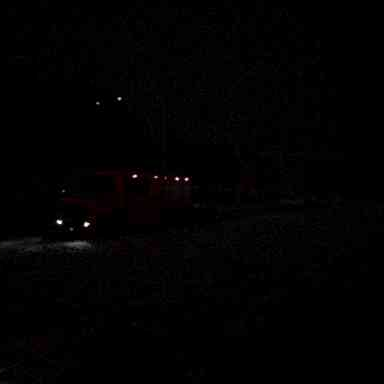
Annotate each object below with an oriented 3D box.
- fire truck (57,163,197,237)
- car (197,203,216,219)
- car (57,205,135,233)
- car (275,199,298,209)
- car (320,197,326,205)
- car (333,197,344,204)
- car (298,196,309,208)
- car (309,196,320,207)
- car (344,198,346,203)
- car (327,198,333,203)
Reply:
[{"bbox_3d":[-3.463,0.386,19.713,2.891,3.827,8.468,0,0,35],"label":"fire truck"},{"bbox_3d":[0.615,1.661,30.144,1.802,1.307,4.206,0,0,35],"label":"car"},{"bbox_3d":[-5.888,1.582,20.843,2.008,1.369,4.403,0,0,35],"label":"car"},{"bbox_3d":[13.620,1.779,48.746,1.802,1.307,4.206,0,0,35],"label":"car"},{"bbox_3d":[23.374,1.885,62.698,1.802,1.307,4.206,0,0,35],"label":"car"},{"bbox_3d":[33.031,1.951,76.510,1.752,1.417,4.829,0,-1,35],"label":"car"},{"bbox_3d":[16.774,1.755,53.258,1.752,1.417,4.829,0,0,35],"label":"car"},{"bbox_3d":[20.124,1.581,58.049,2.192,1.841,5.009,0,0,35],"label":"car"},{"bbox_3d":[36.379,2.022,81.300,2.008,1.369,4.403,0,-1,35],"label":"car"},{"bbox_3d":[26.626,1.783,67.349,1.967,1.590,4.097,0,-1,35],"label":"car"}]
